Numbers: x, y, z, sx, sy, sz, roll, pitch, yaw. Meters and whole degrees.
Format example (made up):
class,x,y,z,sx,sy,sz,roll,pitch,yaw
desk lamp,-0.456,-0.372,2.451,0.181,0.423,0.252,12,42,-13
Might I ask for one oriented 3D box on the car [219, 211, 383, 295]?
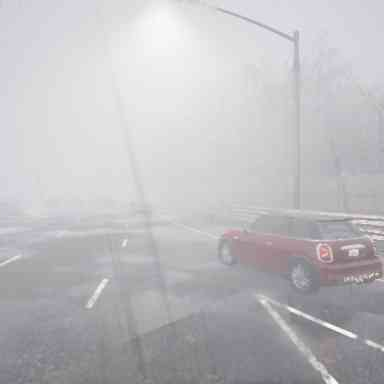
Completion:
class,x,y,z,sx,sy,sz,roll,pitch,yaw
car,2.572,1.335,9.103,2.097,1.767,4.553,0,0,-26

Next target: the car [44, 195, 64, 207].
class,x,y,z,sx,sy,sz,roll,pitch,yaw
car,-22.369,1.532,53.277,2.128,1.511,4.902,0,0,-33

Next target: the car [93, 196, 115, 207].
class,x,y,z,sx,sy,sz,roll,pitch,yaw
car,-13.352,1.556,51.436,2.033,1.411,5.357,0,0,-27

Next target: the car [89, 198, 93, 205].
class,x,y,z,sx,sy,sz,roll,pitch,yaw
car,-16.070,1.497,56.502,1.882,1.535,5.008,0,0,-33

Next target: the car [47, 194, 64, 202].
class,x,y,z,sx,sy,sz,roll,pitch,yaw
car,-31.309,1.411,76.467,2.097,1.767,4.553,0,0,-44

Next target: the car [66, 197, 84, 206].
class,x,y,z,sx,sy,sz,roll,pitch,yaw
car,-19.380,1.577,55.098,2.033,1.411,5.357,0,0,-33

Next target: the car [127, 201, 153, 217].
class,x,y,z,sx,sy,sz,roll,pitch,yaw
car,-5.050,1.552,31.610,2.033,1.411,5.357,-1,-1,-18
